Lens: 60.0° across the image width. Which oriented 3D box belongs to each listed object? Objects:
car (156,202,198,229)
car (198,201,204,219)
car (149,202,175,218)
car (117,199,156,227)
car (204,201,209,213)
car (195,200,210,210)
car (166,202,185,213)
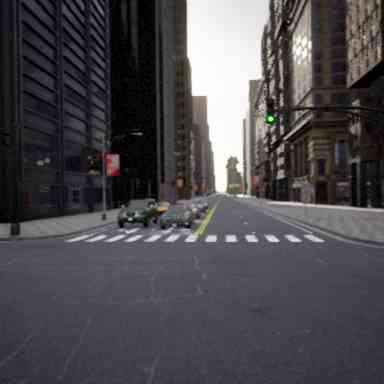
[{"bbox_3d":[-0.959,1.625,24.020,2.097,1.767,4.553,-1,-1,5],"label":"car"},{"bbox_3d":[-0.142,1.876,32.962,1.812,1.442,4.674,-1,-1,6],"label":"car"},{"bbox_3d":[-3.130,1.902,35.878,1.882,1.535,5.008,-1,-1,5],"label":"car"},{"bbox_3d":[-4.052,1.560,25.919,2.150,2.045,5.566,-1,-1,5],"label":"car"},{"bbox_3d":[0.763,2.001,42.946,1.994,1.385,4.181,-1,-1,4],"label":"car"},{"bbox_3d":[1.751,2.073,53.315,2.033,1.411,5.357,-1,-1,6],"label":"car"},{"bbox_3d":[-2.235,2.074,45.727,1.994,1.385,4.181,-1,-1,5],"label":"car"}]
